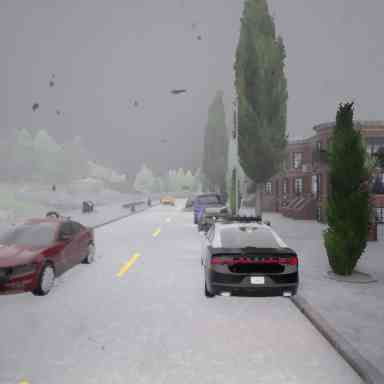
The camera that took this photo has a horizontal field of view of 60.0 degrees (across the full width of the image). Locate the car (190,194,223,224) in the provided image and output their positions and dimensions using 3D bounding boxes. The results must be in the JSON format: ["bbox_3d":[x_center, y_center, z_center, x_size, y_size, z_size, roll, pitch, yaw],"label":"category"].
[{"bbox_3d":[1.191,1.174,24.649,2.150,2.045,5.566,-3,0,0],"label":"car"}]

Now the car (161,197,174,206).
[{"bbox_3d":[-3.887,1.477,53.856,1.882,1.535,5.008,0,0,0],"label":"car"}]

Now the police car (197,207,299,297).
[{"bbox_3d":[1.218,1.425,8.729,1.930,1.638,5.238,0,0,0],"label":"police car"}]

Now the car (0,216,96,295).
[{"bbox_3d":[-4.082,1.477,8.903,1.882,1.535,5.008,0,0,0],"label":"car"}]

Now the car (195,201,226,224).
[{"bbox_3d":[1.238,1.505,18.618,1.837,1.490,4.892,0,0,0],"label":"car"}]

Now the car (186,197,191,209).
[{"bbox_3d":[0.115,1.601,46.190,1.895,1.301,4.718,0,0,1],"label":"car"}]

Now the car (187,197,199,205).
[{"bbox_3d":[0.125,1.564,58.925,1.994,1.385,4.181,0,0,0],"label":"car"}]
